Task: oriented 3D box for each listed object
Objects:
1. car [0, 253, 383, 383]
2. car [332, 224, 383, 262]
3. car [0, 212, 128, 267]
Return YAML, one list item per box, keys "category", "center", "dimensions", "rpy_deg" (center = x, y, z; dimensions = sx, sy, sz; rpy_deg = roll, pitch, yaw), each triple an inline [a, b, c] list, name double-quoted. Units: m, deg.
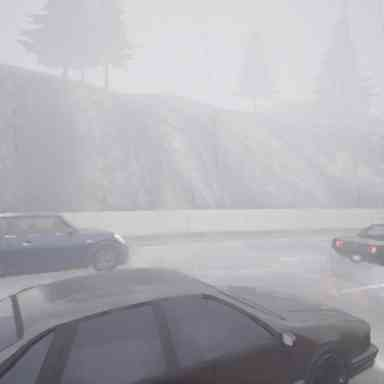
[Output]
- category: "car"
  center: [-0.466, 1.554, 3.330]
  dimensions: [5.357, 1.411, 2.033]
  rpy_deg: [1, 0, -31]
- category: "car"
  center: [6.997, 1.692, 10.714]
  dimensions: [4.718, 1.301, 1.895]
  rpy_deg: [1, 0, -20]
- category: "car"
  center: [-4.100, 1.355, 9.295]
  dimensions: [4.553, 1.767, 2.097]
  rpy_deg: [1, 0, -33]
